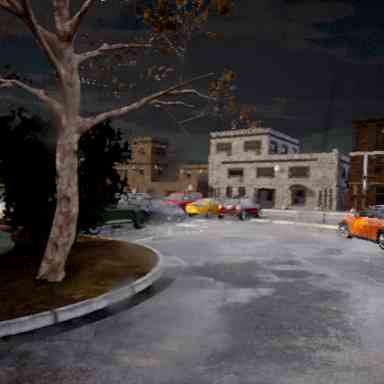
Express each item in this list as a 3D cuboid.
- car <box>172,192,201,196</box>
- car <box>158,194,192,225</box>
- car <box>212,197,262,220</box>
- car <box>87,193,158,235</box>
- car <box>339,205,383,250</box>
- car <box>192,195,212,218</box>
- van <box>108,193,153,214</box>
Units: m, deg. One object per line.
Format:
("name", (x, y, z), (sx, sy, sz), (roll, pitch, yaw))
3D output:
("car", (-0.975, 1.063, 30.159), (2.435, 2.045, 5.566), (0, 0, 34))
("car", (-2.638, 1.187, 22.522), (4.553, 1.767, 2.097), (0, 0, 35))
("car", (3.952, 1.220, 26.817), (2.185, 1.767, 4.553), (0, 0, 34))
("car", (-4.693, 1.060, 17.927), (2.435, 2.045, 5.566), (0, 0, 34))
("car", (8.214, 1.341, 14.217), (2.097, 1.767, 4.553), (1, 0, -2))
("car", (1.453, 1.329, 28.542), (2.097, 1.535, 5.008), (0, 0, 34))
("van", (-6.138, 1.090, 33.578), (1.878, 1.987, 4.442), (0, 0, 34))
